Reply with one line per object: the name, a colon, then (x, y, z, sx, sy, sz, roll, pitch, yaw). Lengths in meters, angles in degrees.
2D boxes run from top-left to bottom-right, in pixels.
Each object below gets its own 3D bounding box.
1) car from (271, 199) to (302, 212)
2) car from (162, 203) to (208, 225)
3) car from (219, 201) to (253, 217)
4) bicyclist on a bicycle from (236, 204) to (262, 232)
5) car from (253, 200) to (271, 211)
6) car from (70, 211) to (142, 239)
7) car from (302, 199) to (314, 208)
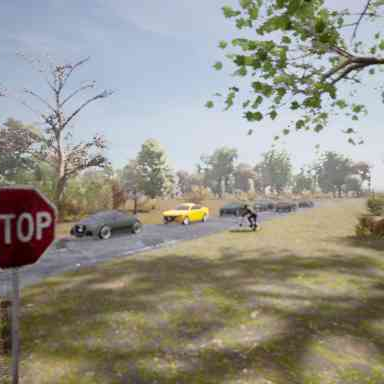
car: (12.080, 1.717, 42.380, 2.128, 1.511, 4.902, -1, -1, 29)
car: (-0.445, 1.692, 26.236, 1.882, 1.535, 5.008, -1, -1, 29)
car: (4.509, 1.720, 35.221, 1.882, 1.535, 5.008, -1, -1, 29)
bicyclist on a bicycle: (3.403, 1.575, 20.060, 1.656, 1.620, 0.582, -1, -1, 29)
car: (9.542, 1.760, 44.292, 2.128, 1.511, 4.902, -1, -1, 29)
car: (-4.678, 1.753, 18.542, 1.994, 1.385, 4.181, -1, -1, 29)
car: (18.515, 1.804, 54.080, 2.033, 1.411, 5.357, -1, -1, 29)
